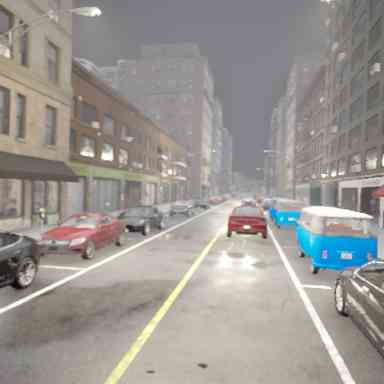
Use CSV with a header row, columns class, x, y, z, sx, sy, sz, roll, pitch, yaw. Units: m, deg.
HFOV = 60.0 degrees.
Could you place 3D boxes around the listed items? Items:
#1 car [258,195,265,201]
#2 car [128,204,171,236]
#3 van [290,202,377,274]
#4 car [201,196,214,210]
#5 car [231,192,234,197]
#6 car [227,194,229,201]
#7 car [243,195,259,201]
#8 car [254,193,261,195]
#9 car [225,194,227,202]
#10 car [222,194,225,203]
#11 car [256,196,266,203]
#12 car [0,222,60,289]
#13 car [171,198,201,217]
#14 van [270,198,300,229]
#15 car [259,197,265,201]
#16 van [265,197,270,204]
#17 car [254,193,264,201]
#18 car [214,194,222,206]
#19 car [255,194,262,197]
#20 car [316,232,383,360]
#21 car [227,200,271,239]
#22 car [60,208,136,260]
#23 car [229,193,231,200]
class,x,y,z,sx,sy,sz,roll,pitch,yaw
car,10.051,1.534,44.096,1.752,1.417,4.829,2,0,10
car,-2.679,1.370,17.277,1.947,1.339,4.313,2,0,10
van,4.275,1.402,10.322,1.690,1.788,3.998,2,0,10
car,1.156,1.336,39.680,1.947,1.339,4.313,2,0,10
car,8.831,1.135,84.486,1.967,1.590,4.097,2,0,10
car,5.950,1.290,67.685,1.947,1.339,4.313,2,0,10
car,7.611,1.530,44.924,1.895,1.301,4.718,2,0,10
car,13.861,1.413,66.331,1.967,1.590,4.097,2,0,10
car,4.992,1.278,62.084,1.887,1.381,4.507,2,0,10
car,4.033,1.294,56.483,2.008,1.369,4.403,2,0,10
car,14.816,1.508,71.933,1.887,1.381,4.507,2,0,10
car,-4.597,1.385,6.076,1.947,1.339,4.313,2,0,10
car,-0.761,1.338,28.479,2.008,1.369,4.403,2,0,10
van,6.193,1.386,21.524,1.690,1.788,3.998,2,0,10
car,9.062,1.600,38.328,1.802,1.307,4.206,2,0,10
van,7.152,1.377,27.125,1.690,1.788,3.998,2,0,10
car,16.741,1.259,83.132,2.192,1.841,5.009,2,0,10
car,3.074,1.297,50.882,1.887,1.381,4.507,2,0,10
car,12.899,1.527,60.731,1.887,1.381,4.507,2,0,10
car,3.310,1.619,4.722,2.008,1.369,4.403,2,0,10
car,2.932,1.450,17.578,1.882,1.535,5.008,2,0,10
car,-3.639,1.394,11.676,1.802,1.307,4.206,2,0,10
car,6.913,1.155,73.284,1.967,1.590,4.097,2,0,10
